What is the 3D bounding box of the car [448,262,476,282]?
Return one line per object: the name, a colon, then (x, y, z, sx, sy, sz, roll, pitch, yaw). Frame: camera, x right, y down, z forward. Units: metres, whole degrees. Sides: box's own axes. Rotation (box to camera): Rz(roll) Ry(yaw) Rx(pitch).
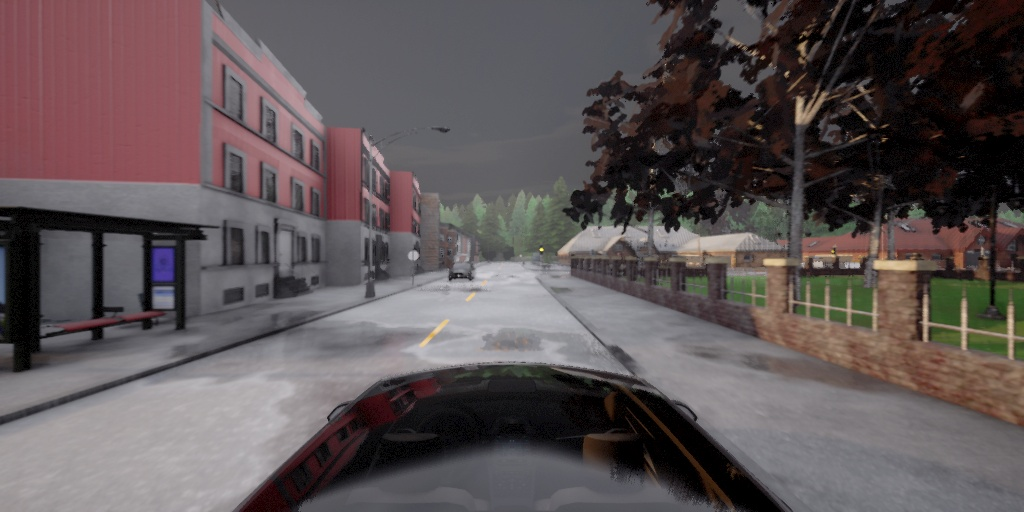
car: (-4.018, 1.257, 29.431, 1.837, 1.490, 4.892, 0, 0, 0)
